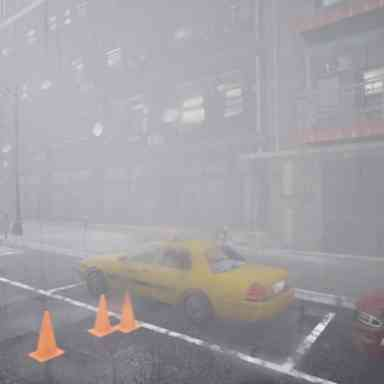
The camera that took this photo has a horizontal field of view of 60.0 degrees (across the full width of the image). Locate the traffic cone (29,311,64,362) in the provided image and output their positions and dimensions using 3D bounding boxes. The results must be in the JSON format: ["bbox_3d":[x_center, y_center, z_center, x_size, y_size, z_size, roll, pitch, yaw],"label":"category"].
[{"bbox_3d":[-2.016,1.957,4.618,0.340,0.580,0.340,0,0,36],"label":"traffic cone"}]

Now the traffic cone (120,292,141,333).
[{"bbox_3d":[-1.085,1.963,5.558,0.340,0.580,0.340,0,0,38],"label":"traffic cone"}]

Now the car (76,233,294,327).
[{"bbox_3d":[-0.440,1.539,6.878,4.829,1.417,1.752,0,-2,36],"label":"car"}]

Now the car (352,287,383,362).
[{"bbox_3d":[4.193,1.573,3.554,4.507,1.381,1.887,0,-2,36],"label":"car"}]

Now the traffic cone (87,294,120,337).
[{"bbox_3d":[-1.456,1.961,5.404,0.340,0.580,0.340,0,0,38],"label":"traffic cone"}]
